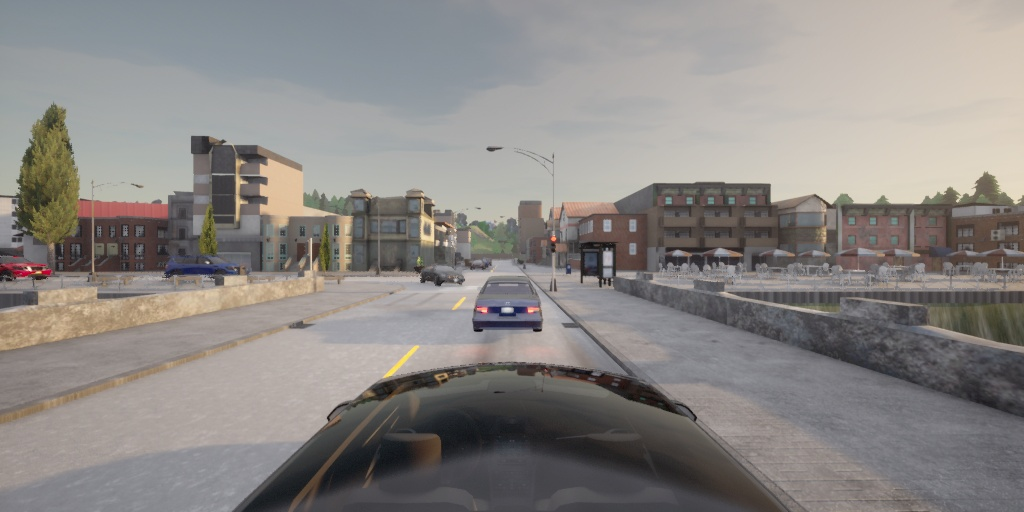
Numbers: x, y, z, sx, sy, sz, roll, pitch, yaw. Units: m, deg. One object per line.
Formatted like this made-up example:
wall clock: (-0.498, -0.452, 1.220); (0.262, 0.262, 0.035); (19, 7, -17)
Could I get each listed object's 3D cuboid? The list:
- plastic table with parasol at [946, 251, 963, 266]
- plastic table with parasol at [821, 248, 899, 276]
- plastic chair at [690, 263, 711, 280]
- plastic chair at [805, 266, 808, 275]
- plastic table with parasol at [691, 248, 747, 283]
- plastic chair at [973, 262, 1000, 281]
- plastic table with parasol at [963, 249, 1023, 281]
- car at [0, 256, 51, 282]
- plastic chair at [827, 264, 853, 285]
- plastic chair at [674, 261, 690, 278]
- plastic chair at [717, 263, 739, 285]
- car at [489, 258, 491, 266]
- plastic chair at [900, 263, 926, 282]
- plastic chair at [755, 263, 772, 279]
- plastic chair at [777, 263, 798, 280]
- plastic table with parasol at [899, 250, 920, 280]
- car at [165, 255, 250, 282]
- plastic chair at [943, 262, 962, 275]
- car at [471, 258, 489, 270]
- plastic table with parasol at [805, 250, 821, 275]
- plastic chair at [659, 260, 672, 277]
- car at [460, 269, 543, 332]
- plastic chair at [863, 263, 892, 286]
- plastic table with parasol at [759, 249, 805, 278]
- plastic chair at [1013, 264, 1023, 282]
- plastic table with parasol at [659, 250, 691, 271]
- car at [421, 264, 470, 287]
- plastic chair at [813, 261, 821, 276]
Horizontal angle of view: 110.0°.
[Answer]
plastic table with parasol: (46.137, 0.675, 36.530); (2.482, 2.480, 2.482); (0, 0, -1)
plastic table with parasol: (23.422, 0.675, 24.251); (2.482, 2.480, 2.482); (0, 0, -1)
plastic chair: (13.500, 1.279, 25.649); (0.730, 1.272, 0.750); (0, 0, -1)
plastic chair: (28.254, 1.279, 35.276); (0.730, 1.272, 0.750); (0, 0, -1)
plastic table with parasol: (14.772, 0.675, 25.528); (2.482, 2.480, 2.482); (0, 0, -1)
plastic chair: (36.238, 1.279, 27.395); (0.730, 1.272, 0.750); (0, 0, -1)
plastic table with parasol: (37.367, 0.675, 27.325); (2.482, 2.480, 2.482); (0, 0, -1)
car: (-40.027, 0.974, 28.186); (5.566, 2.045, 2.150); (0, 0, -1)
plastic chair: (22.222, 1.279, 24.282); (0.730, 1.272, 0.750); (0, 0, -1)
plastic chair: (15.301, 1.279, 32.077); (0.750, 1.272, 0.730); (0, 0, -1)
plastic chair: (14.621, 1.279, 24.266); (0.750, 1.272, 0.730); (0, 0, -1)
car: (-5.033, 1.228, 61.671); (1.882, 1.535, 5.008); (0, 0, -1)
plastic chair: (30.082, 1.279, 26.903); (0.750, 1.272, 0.730); (0, 0, -1)
plastic chair: (21.227, 1.279, 30.468); (0.730, 1.272, 0.750); (0, 0, -1)
plastic chair: (22.348, 1.279, 29.085); (0.750, 1.272, 0.730); (0, 0, -1)
plastic table with parasol: (30.073, 0.675, 28.183); (2.482, 2.480, 2.482); (0, 0, -1)
car: (-24.063, 0.972, 28.413); (5.566, 2.045, 2.150); (0, 0, -1)
plastic chair: (44.935, 1.279, 36.632); (0.730, 1.272, 0.750); (0, 0, -1)
car: (-4.912, 1.276, 52.433); (1.812, 1.442, 4.674); (0, 0, 1)
plastic table with parasol: (29.684, 0.675, 35.268); (2.482, 2.480, 2.482); (0, 0, -1)
plastic chair: (14.180, 1.279, 33.460); (0.730, 1.272, 0.750); (0, 0, -1)
car: (-0.113, 1.297, 10.810); (2.033, 1.411, 5.357); (0, 0, 0)
plastic chair: (23.343, 1.279, 22.899); (0.750, 1.272, 0.730); (0, 0, -1)
plastic table with parasol: (22.427, 0.675, 30.436); (2.482, 2.480, 2.482); (0, 0, -1)
plastic chair: (37.397, 1.279, 26.015); (0.750, 1.272, 0.730); (0, 0, -1)
plastic table with parasol: (15.402, 0.675, 33.359); (2.482, 2.480, 2.482); (0, 0, -1)
car: (-4.905, 1.276, 24.972); (1.812, 1.442, 4.674); (2, -1, -34)
plastic chair: (29.375, 1.279, 33.893); (0.750, 1.272, 0.730); (0, 0, -1)
